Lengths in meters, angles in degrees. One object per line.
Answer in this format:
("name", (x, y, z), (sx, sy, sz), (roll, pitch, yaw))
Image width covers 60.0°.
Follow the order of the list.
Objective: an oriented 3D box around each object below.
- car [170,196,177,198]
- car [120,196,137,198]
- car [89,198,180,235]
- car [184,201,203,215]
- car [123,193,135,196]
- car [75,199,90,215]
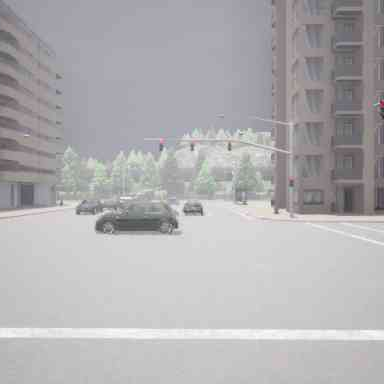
("car", (-3.369, 1.526, 60.049), (1.812, 1.442, 4.674), (0, 0, 0))
("car", (-6.988, 1.505, 38.691), (1.837, 1.490, 4.892), (0, 0, 0))
("car", (-2.941, 1.352, 18.362), (4.553, 1.767, 2.097), (0, 0, 1))
("car", (0.156, 1.564, 34.271), (1.994, 1.385, 4.181), (0, 0, 0))
("car", (-10.435, 1.221, 54.451), (2.150, 2.045, 5.566), (0, 0, 1))
("car", (-10.511, 1.505, 34.503), (1.837, 1.490, 4.892), (0, 0, 0))
